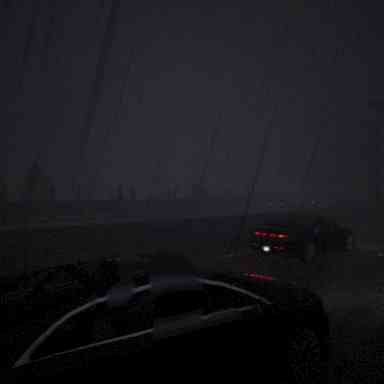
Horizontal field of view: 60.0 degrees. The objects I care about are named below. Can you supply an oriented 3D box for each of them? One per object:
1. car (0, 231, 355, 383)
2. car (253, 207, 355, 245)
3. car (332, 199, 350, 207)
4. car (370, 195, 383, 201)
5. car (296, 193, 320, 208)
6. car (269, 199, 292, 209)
[{"bbox_3d":[-0.431,1.491,3.661,4.902,1.511,2.128,0,0,-37],"label":"car"},{"bbox_3d":[4.104,1.501,11.939,4.892,1.490,1.837,0,0,-42],"label":"car"},{"bbox_3d":[18.685,1.533,41.640,2.033,1.411,5.357,0,0,29],"label":"car"},{"bbox_3d":[45.309,1.441,79.448,1.882,1.535,5.008,0,0,4],"label":"car"},{"bbox_3d":[14.598,1.340,41.639,2.097,1.767,4.553,0,0,29],"label":"car"},{"bbox_3d":[11.530,1.590,43.213,1.895,1.301,4.718,0,0,30],"label":"car"}]
